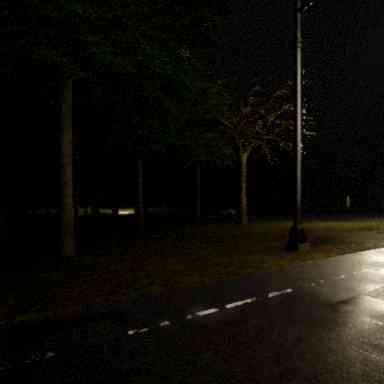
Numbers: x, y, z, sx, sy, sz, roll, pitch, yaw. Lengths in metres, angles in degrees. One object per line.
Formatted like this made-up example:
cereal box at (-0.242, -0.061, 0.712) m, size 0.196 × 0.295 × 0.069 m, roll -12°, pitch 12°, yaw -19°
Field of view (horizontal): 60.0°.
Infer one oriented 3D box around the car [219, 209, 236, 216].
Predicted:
car at (7.566, 4.168, 68.278) m, size 1.812 × 1.442 × 4.674 m, roll -2°, pitch -2°, yaw -34°

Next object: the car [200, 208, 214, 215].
car at (2.966, 4.315, 74.971) m, size 1.837 × 1.490 × 4.892 m, roll -1°, pitch -1°, yaw -34°
